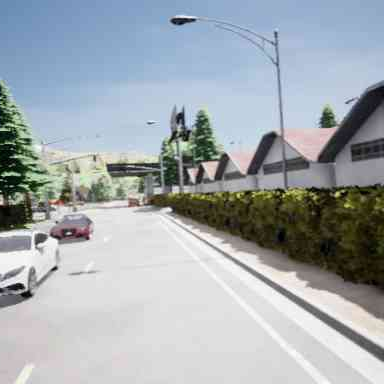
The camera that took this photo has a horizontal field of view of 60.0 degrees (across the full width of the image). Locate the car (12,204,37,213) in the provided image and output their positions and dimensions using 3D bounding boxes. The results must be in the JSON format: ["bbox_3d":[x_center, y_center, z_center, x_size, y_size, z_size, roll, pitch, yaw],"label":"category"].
[{"bbox_3d":[-37.448,3.630,74.571,4.514,1.523,2.007,-4,0,-11],"label":"car"}]

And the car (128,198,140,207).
[{"bbox_3d":[-11.543,1.997,65.998,2.097,1.767,4.553,-4,0,-10],"label":"car"}]

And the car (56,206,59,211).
[{"bbox_3d":[-27.554,3.061,63.784,3.806,1.475,1.970,-4,0,-11],"label":"car"}]

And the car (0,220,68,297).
[{"bbox_3d":[-4.964,1.835,9.275,1.812,1.442,4.674,-4,0,-11],"label":"car"}]

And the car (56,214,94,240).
[{"bbox_3d":[-6.738,1.973,19.021,1.994,1.385,4.181,-4,0,-12],"label":"car"}]

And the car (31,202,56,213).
[{"bbox_3d":[-27.565,2.783,60.404,3.866,1.878,1.905,-4,0,-11],"label":"car"}]

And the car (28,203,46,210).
[{"bbox_3d":[-39.231,3.752,84.403,3.633,1.501,1.845,-4,0,-11],"label":"car"}]
